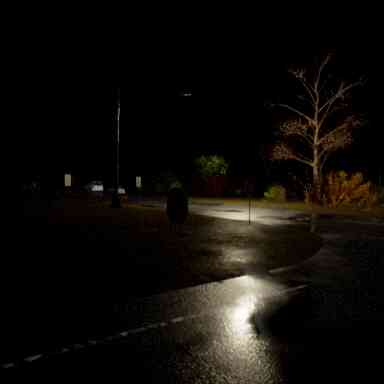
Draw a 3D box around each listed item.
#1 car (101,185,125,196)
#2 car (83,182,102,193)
[{"bbox_3d":[-11.938,-0.200,51.665,1.812,1.442,4.674,0,2,-36],"label":"car"},{"bbox_3d":[-17.788,-0.827,59.805,2.150,2.045,5.566,0,2,-36],"label":"car"}]
